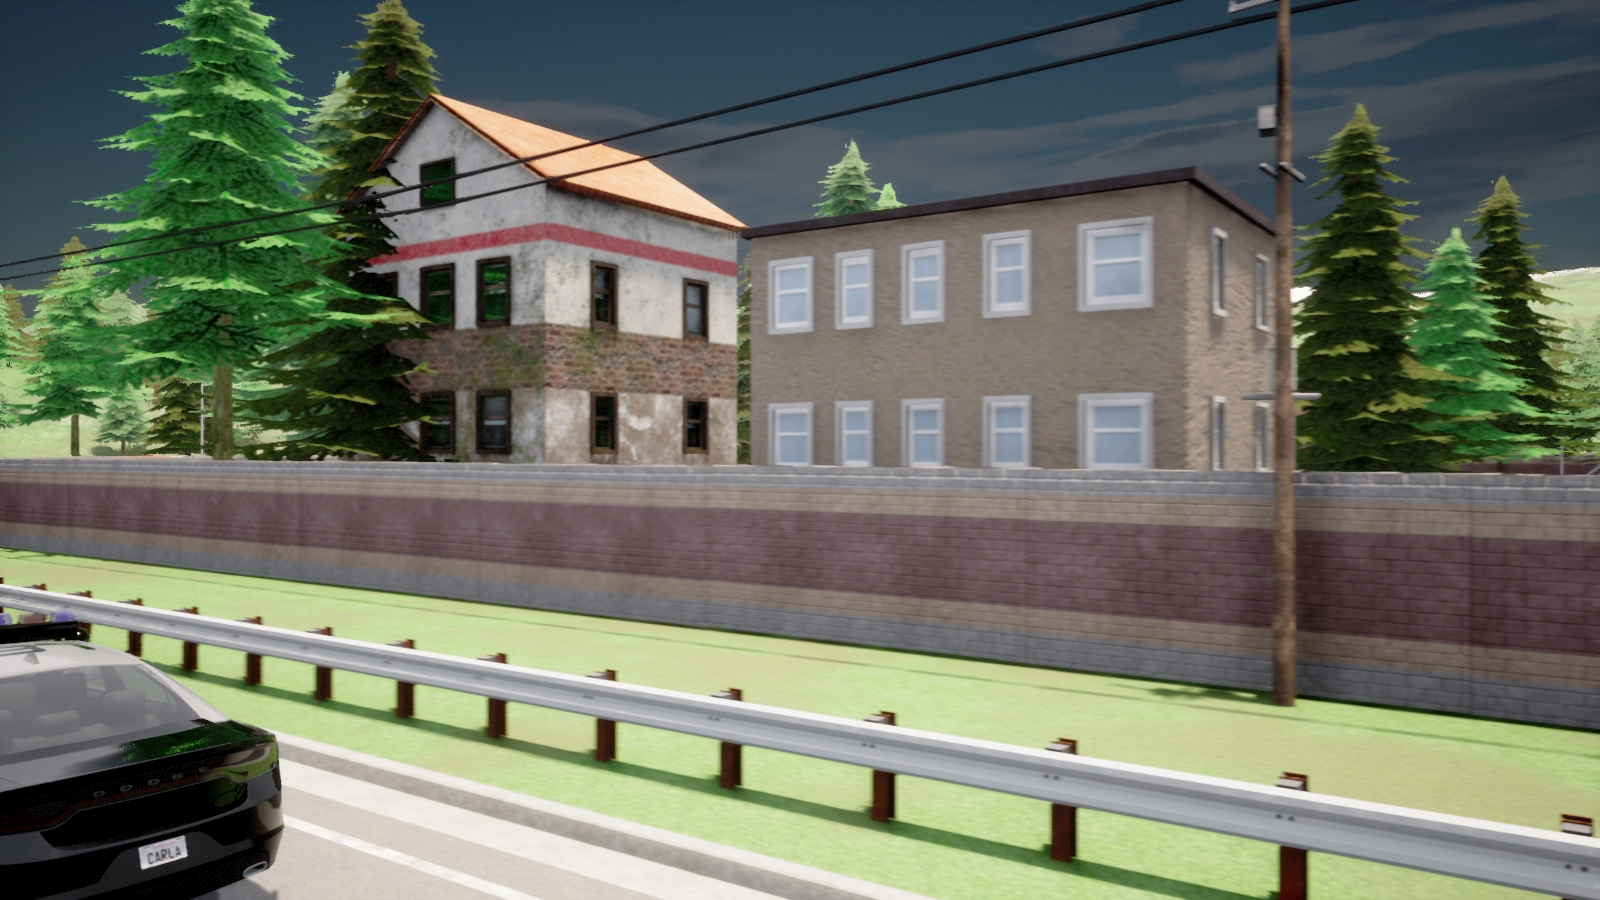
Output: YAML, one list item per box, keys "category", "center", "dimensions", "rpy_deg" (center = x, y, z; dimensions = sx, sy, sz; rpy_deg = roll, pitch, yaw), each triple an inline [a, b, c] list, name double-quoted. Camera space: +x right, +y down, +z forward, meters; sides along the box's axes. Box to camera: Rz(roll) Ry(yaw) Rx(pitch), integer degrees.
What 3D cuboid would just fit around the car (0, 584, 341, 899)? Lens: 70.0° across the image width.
- category: "car"
  center: [-5.576, 1.982, 7.690]
  dimensions: [5.238, 1.638, 2.097]
  rpy_deg: [0, 0, 35]
